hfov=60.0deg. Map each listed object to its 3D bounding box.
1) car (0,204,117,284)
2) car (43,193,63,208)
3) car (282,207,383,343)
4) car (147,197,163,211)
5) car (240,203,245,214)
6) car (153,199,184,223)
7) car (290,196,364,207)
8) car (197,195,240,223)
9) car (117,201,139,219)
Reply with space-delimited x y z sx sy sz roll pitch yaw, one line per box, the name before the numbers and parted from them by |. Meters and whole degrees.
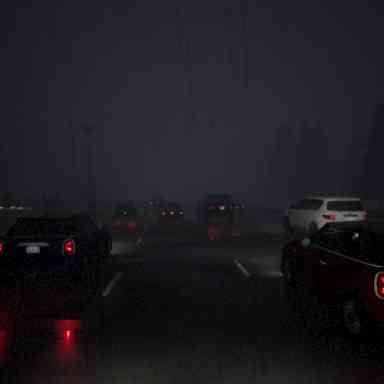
car | -3.777 1.360 9.804 2.097 1.767 4.553 0 0 -3
car | -21.409 1.263 51.485 2.150 2.045 5.566 0 0 -15
car | 3.366 1.349 6.622 2.097 1.767 4.553 0 0 -2
car | -4.423 1.368 41.474 2.097 1.767 4.553 0 0 -12
car | 3.998 1.551 34.908 2.033 1.411 5.357 0 0 -10
car | -1.739 1.556 25.997 2.033 1.411 5.357 0 0 -8
car | 6.317 1.217 16.392 2.150 2.045 5.566 0 0 -5
car | 1.777 1.226 26.085 2.150 2.045 5.566 0 0 -7
car | -5.805 1.507 29.601 2.128 1.511 4.902 0 0 -8
